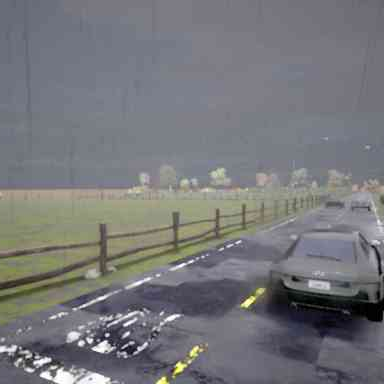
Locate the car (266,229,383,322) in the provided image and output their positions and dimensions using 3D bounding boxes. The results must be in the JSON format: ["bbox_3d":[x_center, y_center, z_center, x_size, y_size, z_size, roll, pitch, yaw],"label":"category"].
[{"bbox_3d":[3.052,1.500,7.306,1.994,1.385,4.181,0,1,28],"label":"car"}]

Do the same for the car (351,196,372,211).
[{"bbox_3d":[17.887,1.242,35.213,2.033,1.411,5.357,0,1,28],"label":"car"}]

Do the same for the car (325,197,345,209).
[{"bbox_3d":[17.073,1.257,39.677,1.895,1.301,4.718,0,1,28],"label":"car"}]

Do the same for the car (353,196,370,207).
[{"bbox_3d":[22.471,1.221,43.996,1.895,1.301,4.718,0,1,28],"label":"car"}]
